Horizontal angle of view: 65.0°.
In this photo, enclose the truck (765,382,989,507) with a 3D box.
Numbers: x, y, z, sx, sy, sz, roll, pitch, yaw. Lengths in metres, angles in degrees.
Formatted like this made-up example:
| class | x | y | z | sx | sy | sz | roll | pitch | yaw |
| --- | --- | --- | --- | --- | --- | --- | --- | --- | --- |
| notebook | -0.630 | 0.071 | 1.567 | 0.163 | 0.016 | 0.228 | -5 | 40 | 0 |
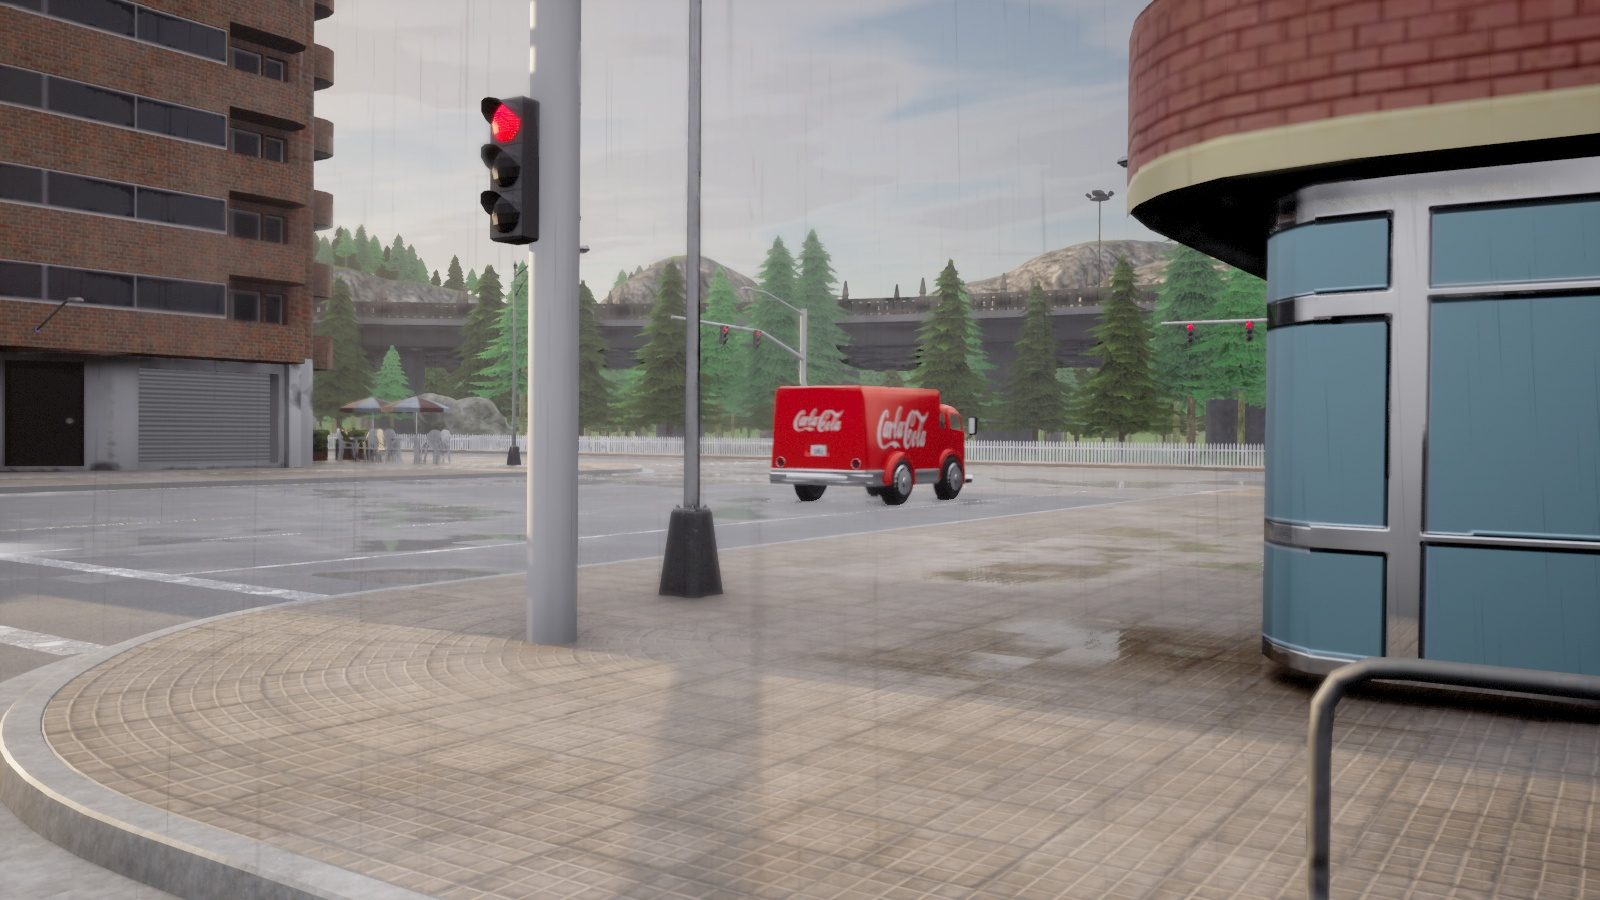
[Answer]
| class | x | y | z | sx | sy | sz | roll | pitch | yaw |
| --- | --- | --- | --- | --- | --- | --- | --- | --- | --- |
| truck | 1.825 | -0.150 | 27.657 | 2.627 | 2.467 | 5.204 | 0 | 1 | 34 |
